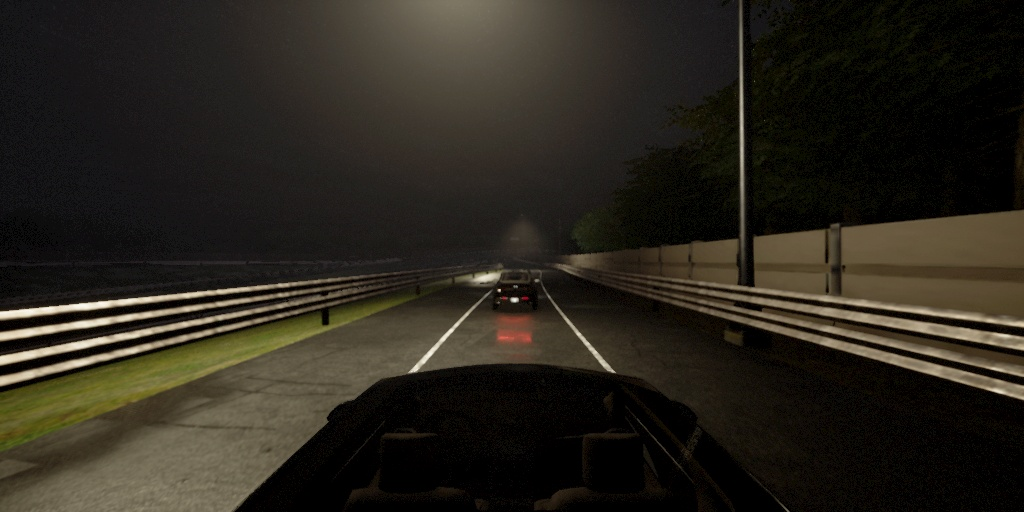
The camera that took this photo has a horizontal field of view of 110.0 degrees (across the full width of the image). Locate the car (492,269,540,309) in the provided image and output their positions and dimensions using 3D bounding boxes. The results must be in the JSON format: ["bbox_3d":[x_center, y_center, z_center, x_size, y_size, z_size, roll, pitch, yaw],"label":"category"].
[{"bbox_3d":[0.173,1.437,16.058,1.837,1.490,4.892,0,0,2],"label":"car"}]
